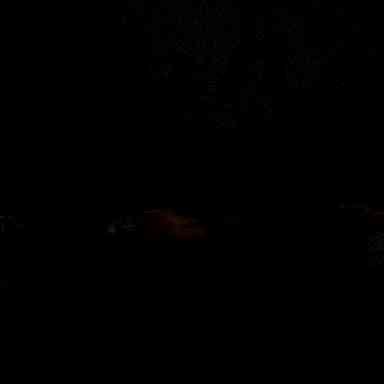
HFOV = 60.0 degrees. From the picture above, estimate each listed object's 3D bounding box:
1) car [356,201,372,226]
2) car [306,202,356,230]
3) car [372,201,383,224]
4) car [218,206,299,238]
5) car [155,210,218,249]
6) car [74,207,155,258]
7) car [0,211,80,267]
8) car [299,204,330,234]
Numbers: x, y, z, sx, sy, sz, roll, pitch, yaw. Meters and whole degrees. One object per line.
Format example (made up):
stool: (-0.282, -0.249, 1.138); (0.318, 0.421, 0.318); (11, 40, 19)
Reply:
car: (10.128, 1.508, 23.952); (4.553, 1.767, 2.185); (-1, -1, 32)
car: (7.817, 1.616, 22.108); (5.008, 1.535, 2.097); (-1, -1, 33)
car: (12.322, 1.649, 25.855); (5.366, 1.575, 1.946); (-1, -1, 32)
car: (3.070, 1.613, 18.539); (4.792, 1.488, 2.163); (-1, -1, 33)
car: (-1.650, 1.549, 14.981); (5.008, 1.535, 2.097); (-1, -1, 34)
car: (-4.024, 1.407, 13.221); (4.553, 1.767, 2.185); (-1, -1, 34)
car: (-6.448, 1.517, 11.491); (4.892, 1.521, 2.231); (-1, -1, 34)
car: (5.493, 1.628, 20.299); (4.792, 1.488, 2.163); (-1, -1, 33)
